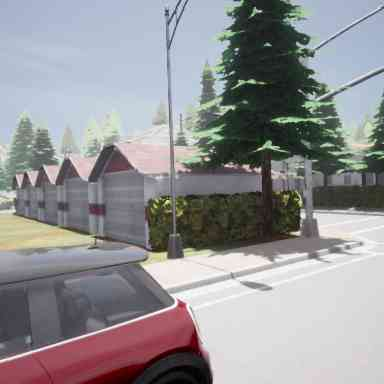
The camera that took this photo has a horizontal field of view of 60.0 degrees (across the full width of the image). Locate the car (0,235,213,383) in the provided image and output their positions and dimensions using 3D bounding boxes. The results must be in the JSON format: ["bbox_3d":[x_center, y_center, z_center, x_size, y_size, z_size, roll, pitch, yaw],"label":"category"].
[{"bbox_3d":[-2.087,1.353,2.504,4.553,1.767,2.097,-2,1,-36],"label":"car"}]
